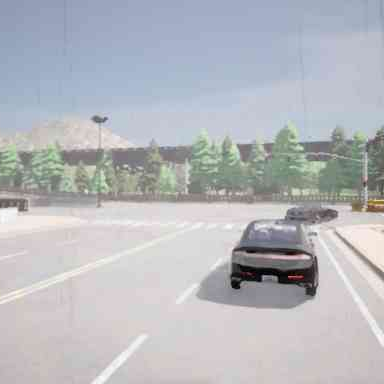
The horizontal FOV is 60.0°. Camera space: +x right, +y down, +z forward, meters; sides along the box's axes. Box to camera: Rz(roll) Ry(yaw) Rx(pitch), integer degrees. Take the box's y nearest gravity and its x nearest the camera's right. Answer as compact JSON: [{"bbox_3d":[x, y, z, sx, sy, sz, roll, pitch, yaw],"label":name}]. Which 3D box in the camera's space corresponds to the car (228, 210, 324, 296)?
[{"bbox_3d":[2.195,1.457,8.698,2.128,1.511,4.902,0,0,17],"label":"car"}]

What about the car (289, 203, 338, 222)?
[{"bbox_3d":[8.589,1.462,23.692,2.033,1.411,5.357,0,0,43],"label":"car"}]
